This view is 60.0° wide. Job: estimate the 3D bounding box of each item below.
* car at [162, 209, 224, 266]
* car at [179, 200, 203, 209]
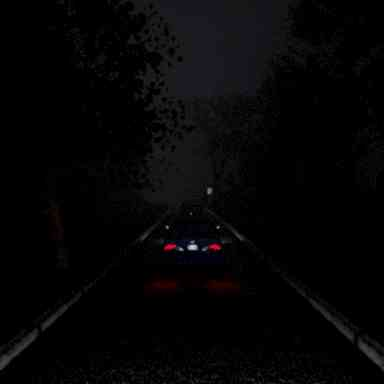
[{"bbox_3d":[0.023,1.533,11.416,2.033,1.411,5.357,0,0,0],"label":"car"},{"bbox_3d":[-0.066,1.456,28.543,2.128,1.511,4.902,0,0,0],"label":"car"}]
